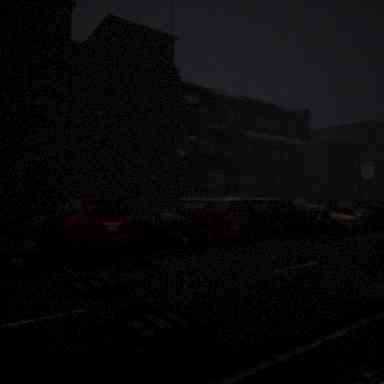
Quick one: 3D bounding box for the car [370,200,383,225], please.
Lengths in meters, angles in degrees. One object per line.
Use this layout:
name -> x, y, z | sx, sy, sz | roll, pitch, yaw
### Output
car -> 9.655, 1.315, 22.133 | 2.185, 1.767, 4.553 | 0, 0, -35

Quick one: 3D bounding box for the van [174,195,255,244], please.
van -> 0.601, 1.249, 15.897 | 1.878, 1.987, 4.442 | 0, 0, -35

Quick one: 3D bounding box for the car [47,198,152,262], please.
car -> -4.006, 1.230, 12.569 | 2.435, 2.045, 5.566 | 0, 0, -35

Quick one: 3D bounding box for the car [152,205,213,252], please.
car -> -1.607, 1.480, 14.200 | 2.231, 1.521, 4.892 | 0, 0, -35

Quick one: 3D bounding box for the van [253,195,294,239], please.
van -> 2.777, 1.243, 17.417 | 1.878, 1.987, 4.442 | 0, 0, -35

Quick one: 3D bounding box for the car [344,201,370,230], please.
car -> 7.604, 1.449, 20.431 | 1.946, 1.575, 5.366 | 0, 0, -35

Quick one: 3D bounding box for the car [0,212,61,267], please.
car -> -6.150, 1.512, 11.005 | 2.163, 1.488, 4.792 | 0, 0, -35

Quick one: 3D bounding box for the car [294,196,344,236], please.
car -> 5.235, 1.209, 18.960 | 2.435, 2.045, 5.566 | 0, 0, -35
